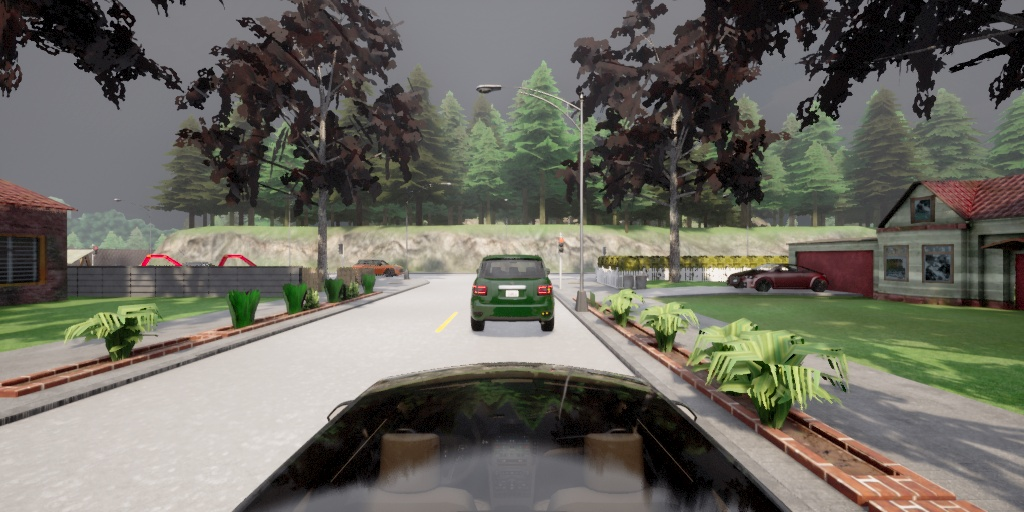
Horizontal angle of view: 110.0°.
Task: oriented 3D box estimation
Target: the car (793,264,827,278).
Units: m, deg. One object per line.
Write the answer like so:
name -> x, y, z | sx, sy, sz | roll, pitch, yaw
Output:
car -> 33.446, 0.971, 37.692 | 5.566, 2.045, 2.150 | 0, 0, 0

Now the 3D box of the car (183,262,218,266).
car -> -28.882, 1.276, 33.593 | 4.674, 1.442, 1.812 | 0, 0, 0

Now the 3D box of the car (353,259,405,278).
car -> -12.440, 1.102, 33.521 | 4.553, 1.767, 2.097 | 0, 0, 1

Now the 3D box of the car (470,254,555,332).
car -> 0.031, 0.971, 11.067 | 2.150, 2.045, 5.566 | 0, 0, 1
